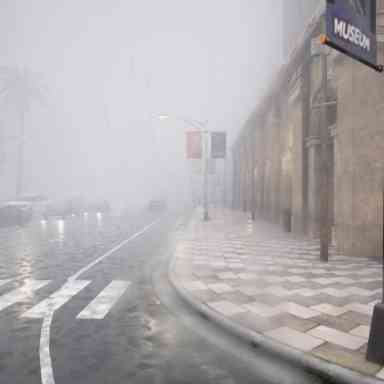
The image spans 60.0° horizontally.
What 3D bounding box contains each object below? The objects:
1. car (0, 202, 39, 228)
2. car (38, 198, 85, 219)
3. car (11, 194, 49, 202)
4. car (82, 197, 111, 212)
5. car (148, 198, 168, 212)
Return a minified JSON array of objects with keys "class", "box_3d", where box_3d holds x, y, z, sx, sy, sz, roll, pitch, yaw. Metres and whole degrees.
[{"class":"car","box_3d":[-11.705,1.547,20.044,2.033,1.411,5.357,0,0,1]},{"class":"car","box_3d":[-11.409,1.526,29.468,1.812,1.442,4.674,0,0,2]},{"class":"car","box_3d":[-14.885,1.221,30.332,2.150,2.045,5.566,0,0,2]},{"class":"car","box_3d":[-11.033,1.526,39.350,1.812,1.442,4.674,0,0,2]},{"class":"car","box_3d":[-3.958,1.503,39.149,2.128,1.511,4.902,0,0,2]}]
